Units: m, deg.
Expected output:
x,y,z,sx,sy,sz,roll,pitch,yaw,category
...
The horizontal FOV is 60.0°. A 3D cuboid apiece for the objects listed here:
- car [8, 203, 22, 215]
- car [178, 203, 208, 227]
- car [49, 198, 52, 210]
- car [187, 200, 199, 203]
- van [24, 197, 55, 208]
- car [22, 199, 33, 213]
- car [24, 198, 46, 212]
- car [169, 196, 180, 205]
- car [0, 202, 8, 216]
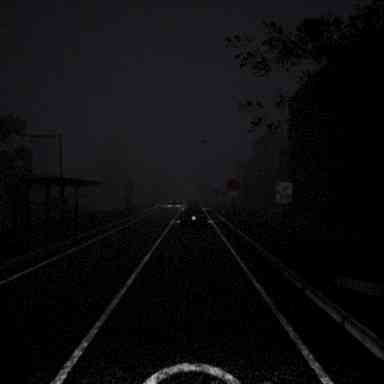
x,y,z,sx,sy,sz,roll,pitch,yaw,category
-22.076,1.800,36.686,4.892,1.521,2.231,0,-1,0,car
0.118,1.764,24.642,1.994,1.385,4.181,0,0,0,car
-22.116,1.903,45.012,4.792,1.488,2.163,0,-1,0,car
0.132,1.753,41.897,2.033,1.411,5.357,0,0,0,car
-21.971,1.673,47.788,4.442,1.987,1.878,0,-1,0,van
-22.112,1.853,39.460,4.792,1.488,2.163,0,-1,0,car
-21.899,1.846,42.235,5.366,1.575,1.946,0,-1,0,car
-3.189,1.585,60.543,1.837,1.490,4.892,0,0,-2,car
-22.086,1.775,33.911,5.008,1.535,2.097,0,0,0,car
